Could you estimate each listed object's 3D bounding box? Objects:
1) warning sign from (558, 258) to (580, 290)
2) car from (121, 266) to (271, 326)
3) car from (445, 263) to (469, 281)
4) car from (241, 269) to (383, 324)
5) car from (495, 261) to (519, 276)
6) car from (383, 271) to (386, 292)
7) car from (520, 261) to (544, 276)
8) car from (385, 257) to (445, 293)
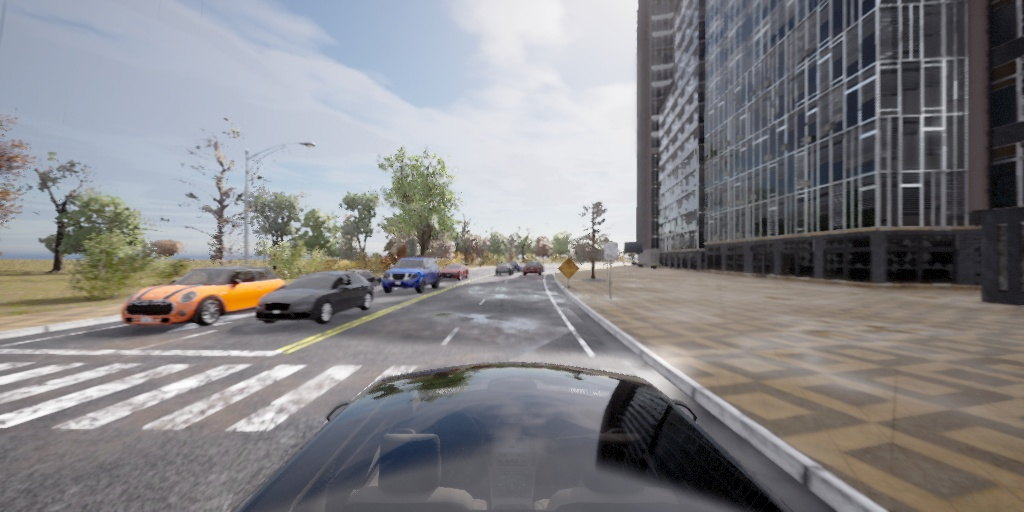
[{"bbox_3d":[3.355,1.027,21.296,1.300,1.860,1.060,0,0,3],"label":"warning sign"},{"bbox_3d":[-9.680,1.141,11.809,2.097,1.767,4.553,0,0,2],"label":"car"},{"bbox_3d":[-5.233,1.445,33.077,1.882,1.535,5.008,0,-1,5],"label":"car"},{"bbox_3d":[-6.418,1.310,12.312,1.837,1.490,4.892,0,0,2],"label":"car"},{"bbox_3d":[-0.822,1.552,42.843,2.128,1.511,4.902,0,0,6],"label":"car"},{"bbox_3d":[-9.339,1.458,20.752,1.895,1.301,4.718,0,0,3],"label":"car"},{"bbox_3d":[2.498,1.429,43.211,2.097,1.767,4.553,0,0,6],"label":"car"},{"bbox_3d":[-6.023,1.100,22.138,2.150,2.045,5.566,0,0,3],"label":"car"}]
